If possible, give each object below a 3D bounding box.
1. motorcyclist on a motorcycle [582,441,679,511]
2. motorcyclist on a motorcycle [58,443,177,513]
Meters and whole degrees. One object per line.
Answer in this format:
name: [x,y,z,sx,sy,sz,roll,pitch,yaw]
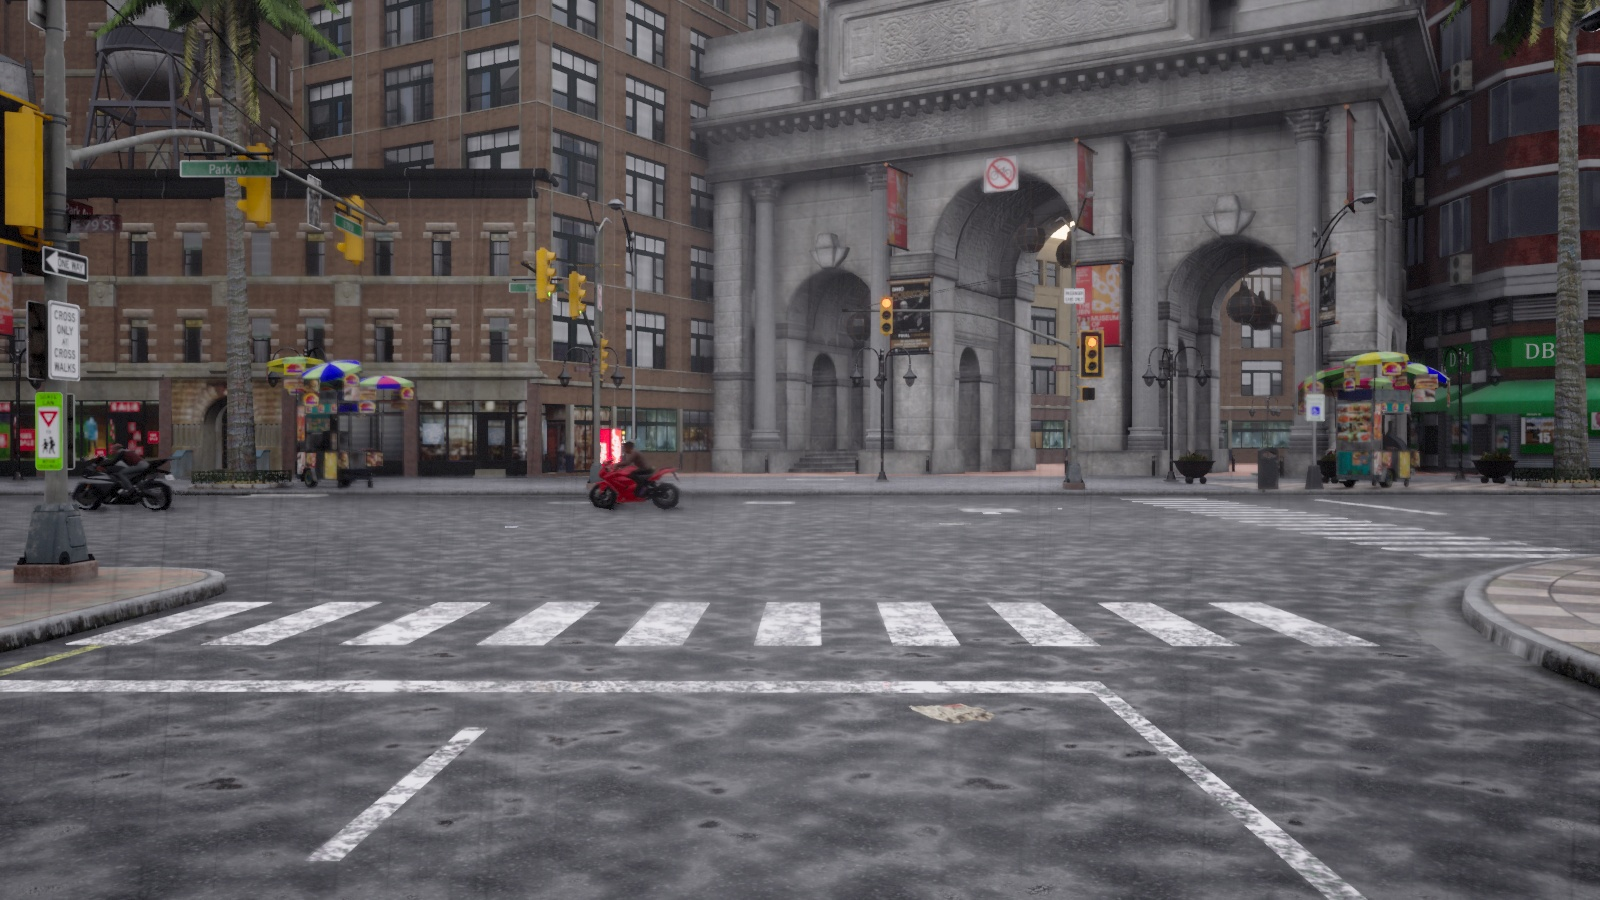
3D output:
motorcyclist on a motorcycle: [-3.755,0.568,27.867,2.044,1.523,0.797,0,0,1]
motorcyclist on a motorcycle: [-15.220,0.611,28.029,2.191,1.530,0.866,0,0,1]
